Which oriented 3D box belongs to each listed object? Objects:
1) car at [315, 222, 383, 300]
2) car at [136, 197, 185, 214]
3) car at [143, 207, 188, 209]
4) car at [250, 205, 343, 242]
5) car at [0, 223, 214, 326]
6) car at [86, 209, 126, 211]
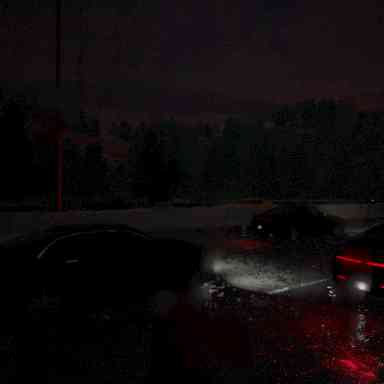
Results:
[{"bbox_3d":[5.141,1.470,7.380,4.892,1.490,1.837,0,0,-33],"label":"car"},{"bbox_3d":[-2.938,1.228,31.271,4.181,1.385,1.994,0,1,-31],"label":"car"},{"bbox_3d":[-1.356,1.200,28.147,4.902,1.511,2.128,0,1,-31],"label":"car"},{"bbox_3d":[5.033,1.360,15.618,5.008,1.535,1.882,0,0,-31],"label":"car"},{"bbox_3d":[-1.768,1.418,6.921,4.892,1.490,1.837,0,0,-34],"label":"car"},{"bbox_3d":[-8.257,1.214,32.094,4.718,1.301,1.895,0,1,-32],"label":"car"}]
